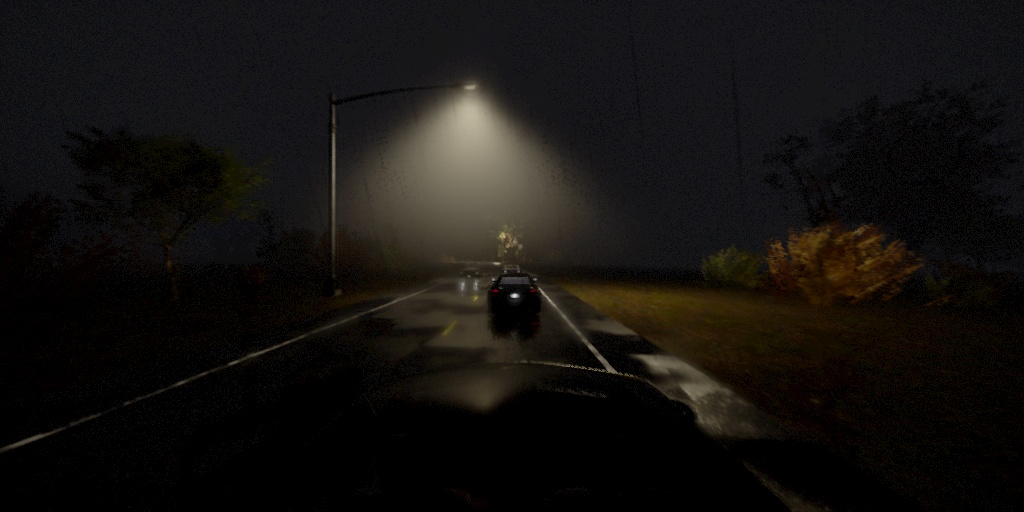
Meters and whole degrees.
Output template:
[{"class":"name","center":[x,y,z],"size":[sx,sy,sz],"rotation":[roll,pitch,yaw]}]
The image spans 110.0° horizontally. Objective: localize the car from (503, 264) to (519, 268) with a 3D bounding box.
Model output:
[{"class":"car","center":[-0.115,1.465,34.963],"size":[1.895,1.301,4.718],"rotation":[0,0,-2]}]

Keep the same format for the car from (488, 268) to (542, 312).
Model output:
[{"class":"car","center":[0.101,1.361,14.478],"size":[1.994,1.385,4.181],"rotation":[0,0,0]}]

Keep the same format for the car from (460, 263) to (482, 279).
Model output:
[{"class":"car","center":[-3.812,1.413,34.265],"size":[2.033,1.411,5.357],"rotation":[0,0,-1]}]
